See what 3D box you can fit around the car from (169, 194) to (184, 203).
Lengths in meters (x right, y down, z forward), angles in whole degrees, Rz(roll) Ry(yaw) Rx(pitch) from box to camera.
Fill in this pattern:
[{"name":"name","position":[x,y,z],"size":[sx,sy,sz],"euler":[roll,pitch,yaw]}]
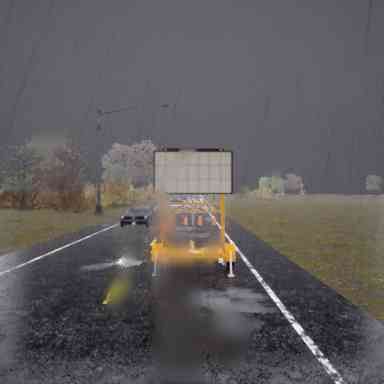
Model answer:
[{"name":"car","position":[-3.125,1.392,63.440],"size":[2.097,1.767,4.553],"euler":[0,0,1]}]

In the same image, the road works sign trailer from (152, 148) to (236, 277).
[{"name":"road works sign trailer","position":[0.031,0.468,10.241],"size":[2.380,3.560,2.880],"euler":[0,0,-1]}]

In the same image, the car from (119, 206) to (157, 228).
[{"name":"car","position":[-3.539,1.612,22.428],"size":[1.895,1.301,4.718],"euler":[0,0,0]}]

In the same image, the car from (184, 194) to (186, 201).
[{"name":"car","position":[-2.652,1.285,90.193],"size":[2.150,2.045,5.566],"euler":[0,0,1]}]
